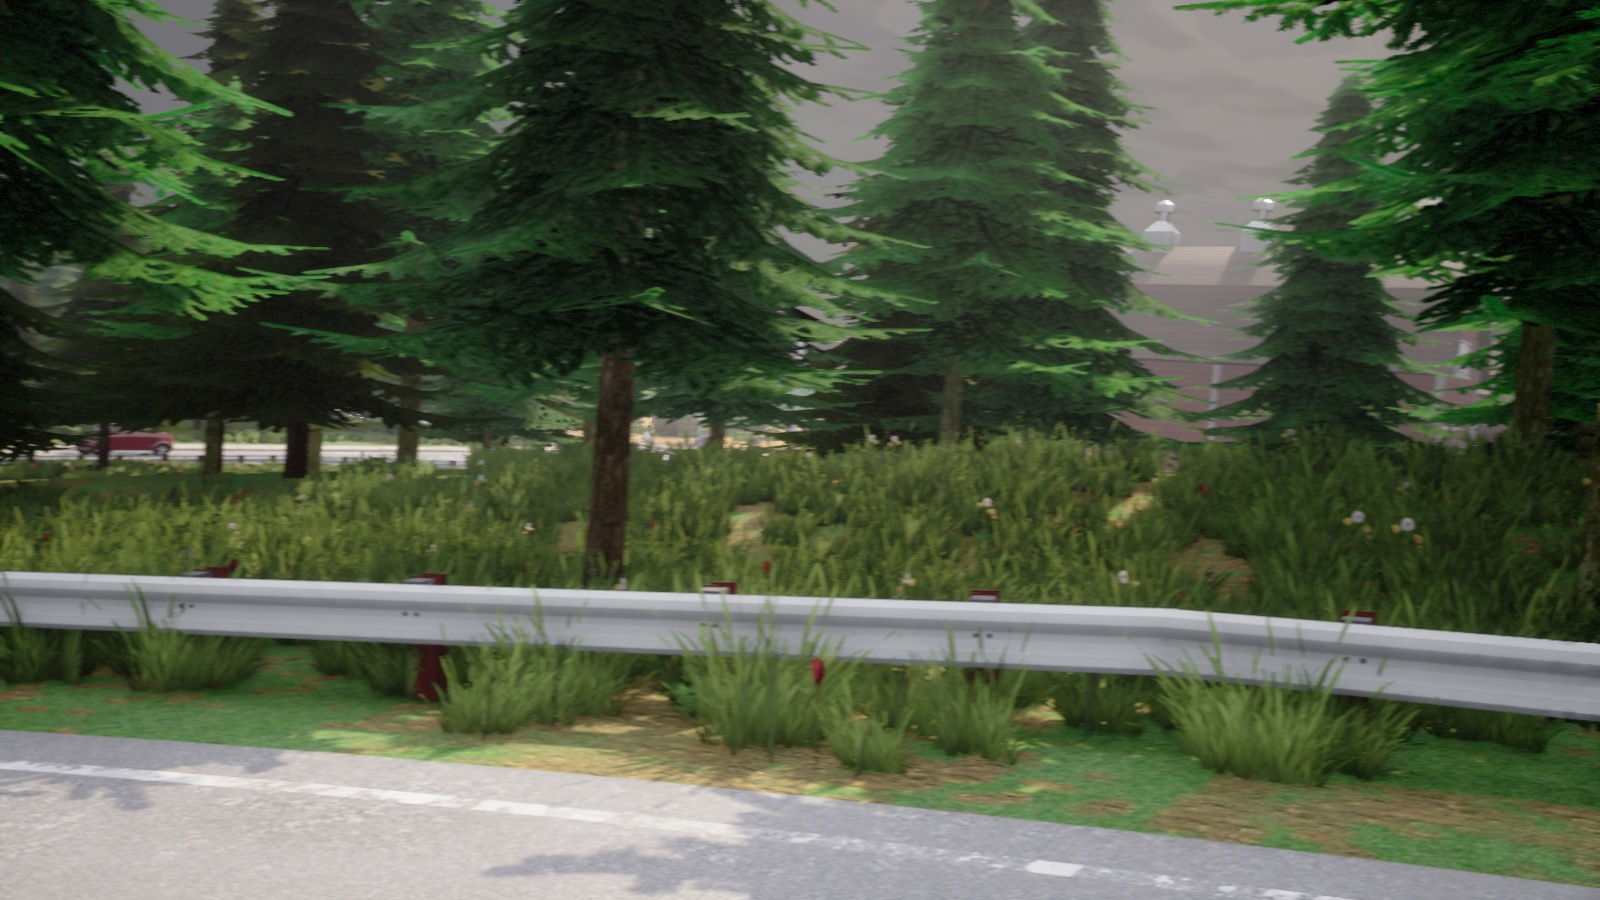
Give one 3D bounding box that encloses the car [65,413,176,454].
[{"bbox_3d":[-29.154,-0.692,53.974,1.789,1.549,3.705,7,3,36],"label":"car"}]
